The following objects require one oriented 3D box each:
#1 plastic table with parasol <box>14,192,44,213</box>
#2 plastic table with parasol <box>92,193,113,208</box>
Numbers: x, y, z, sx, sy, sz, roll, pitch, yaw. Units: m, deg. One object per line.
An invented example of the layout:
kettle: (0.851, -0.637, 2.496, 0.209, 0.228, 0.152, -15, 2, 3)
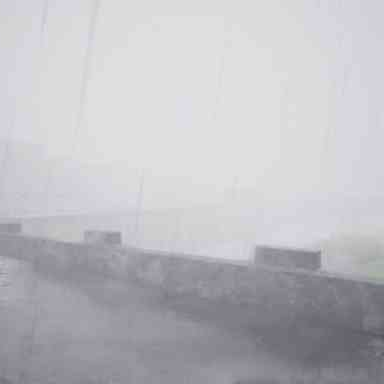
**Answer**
plastic table with parasol: (-20.822, 1.312, 42.524, 2.482, 2.480, 2.482, -1, 0, 35)
plastic table with parasol: (-15.166, 1.344, 56.335, 2.482, 2.480, 2.482, -1, 0, 35)
